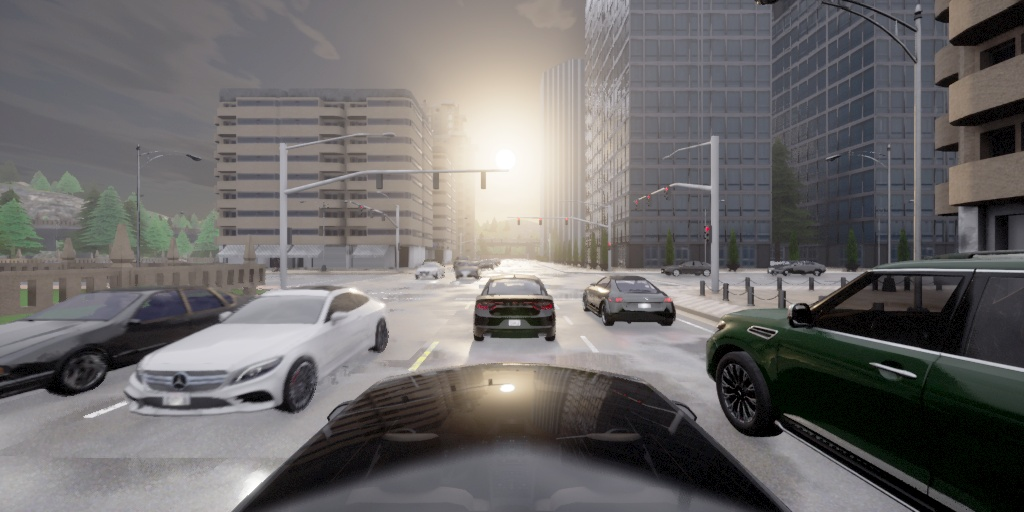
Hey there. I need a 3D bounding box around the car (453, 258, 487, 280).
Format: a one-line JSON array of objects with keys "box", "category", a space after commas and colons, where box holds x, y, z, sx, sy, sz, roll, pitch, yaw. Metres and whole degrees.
[{"box": [-3.603, 1.212, 30.271, 2.128, 1.511, 4.902, 0, 0, 0], "category": "car"}]

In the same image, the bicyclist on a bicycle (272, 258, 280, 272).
[{"box": [-26.084, 0.995, 39.847, 0.582, 1.620, 1.656, 0, 0, 7], "category": "bicyclist on a bicycle"}]

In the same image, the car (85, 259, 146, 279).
[{"box": [-32.678, 1.220, 29.220, 4.674, 1.442, 1.812, 0, 0, 15], "category": "car"}]

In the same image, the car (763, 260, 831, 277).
[{"box": [27.388, 1.186, 34.603, 4.902, 1.511, 2.128, 0, 0, 0], "category": "car"}]

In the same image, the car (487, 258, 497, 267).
[{"box": [-3.599, 1.254, 52.990, 1.837, 1.490, 4.892, 0, 0, 0], "category": "car"}]

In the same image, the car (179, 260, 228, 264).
[{"box": [-22.880, 1.220, 27.922, 4.674, 1.442, 1.812, 0, 0, 4], "category": "car"}]

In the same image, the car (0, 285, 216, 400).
[{"box": [-7.100, 1.297, 6.868, 2.033, 1.411, 5.357, 0, 0, 0], "category": "car"}]

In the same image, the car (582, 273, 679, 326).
[{"box": [3.577, 1.314, 11.663, 1.994, 1.385, 4.181, 0, 0, 0], "category": "car"}]

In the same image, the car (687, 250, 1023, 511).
[{"box": [3.601, 0.971, 2.309, 2.150, 2.045, 5.566, 0, 0, 0], "category": "car"}]

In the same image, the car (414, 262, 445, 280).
[{"box": [-7.097, 1.246, 31.250, 1.812, 1.442, 4.674, 0, 0, 0], "category": "car"}]

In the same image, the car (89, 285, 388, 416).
[{"box": [-3.600, 1.276, 6.176, 1.812, 1.442, 4.674, 0, 0, 0], "category": "car"}]

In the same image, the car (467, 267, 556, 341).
[{"box": [0.068, 1.228, 9.885, 1.882, 1.535, 5.008, 0, 0, 0], "category": "car"}]

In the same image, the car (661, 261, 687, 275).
[{"box": [16.974, 1.199, 34.665, 4.892, 1.490, 1.837, 0, 0, 0], "category": "car"}]

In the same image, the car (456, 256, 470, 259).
[{"box": [-7.100, 0.971, 51.697, 2.150, 2.045, 5.566, 0, 0, 0], "category": "car"}]

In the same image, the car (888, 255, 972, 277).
[{"box": [40.134, 0.913, 34.524, 5.566, 2.045, 2.150, 0, 0, 1], "category": "car"}]

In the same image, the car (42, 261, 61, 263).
[{"box": [-42.049, 1.220, 32.905, 4.674, 1.442, 1.812, 0, 0, 29], "category": "car"}]
